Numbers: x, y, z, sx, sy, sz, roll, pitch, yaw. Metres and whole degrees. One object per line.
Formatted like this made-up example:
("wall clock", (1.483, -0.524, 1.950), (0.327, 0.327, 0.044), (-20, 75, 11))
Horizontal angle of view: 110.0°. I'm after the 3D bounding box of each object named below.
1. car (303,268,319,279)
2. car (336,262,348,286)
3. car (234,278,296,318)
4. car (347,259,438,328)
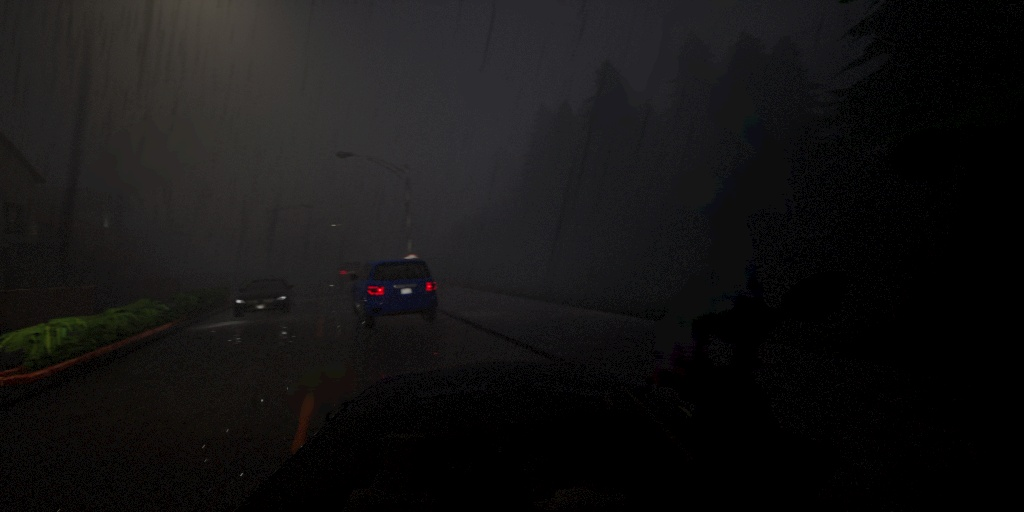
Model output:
("car", (-29.470, 2.522, 52.651), (2.033, 1.411, 5.357), (-2, 0, -26))
("car", (-14.812, 1.588, 33.033), (2.150, 2.045, 5.566), (-2, 0, -27))
("car", (-10.715, 1.717, 15.811), (1.812, 1.442, 4.674), (-2, 0, -27))
("car", (-4.286, 1.149, 12.615), (2.150, 2.045, 5.566), (-2, 0, -28))
